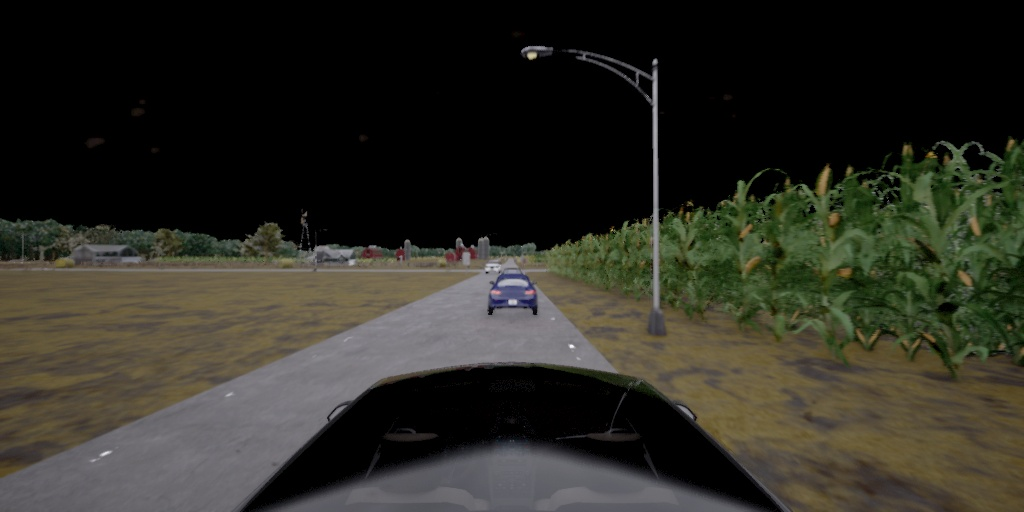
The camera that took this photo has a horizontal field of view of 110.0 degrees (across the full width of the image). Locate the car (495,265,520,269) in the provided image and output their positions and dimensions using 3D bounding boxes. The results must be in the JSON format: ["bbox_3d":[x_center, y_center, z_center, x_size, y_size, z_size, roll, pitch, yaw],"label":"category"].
[{"bbox_3d":[0.021,1.599,26.940,2.033,1.411,5.357,0,-1,1],"label":"car"}]

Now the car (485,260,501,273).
[{"bbox_3d":[-2.789,1.584,53.148,2.150,2.045,5.566,0,-1,1],"label":"car"}]

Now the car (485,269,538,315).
[{"bbox_3d":[0.048,1.431,14.394,1.812,1.442,4.674,0,-1,0],"label":"car"}]
